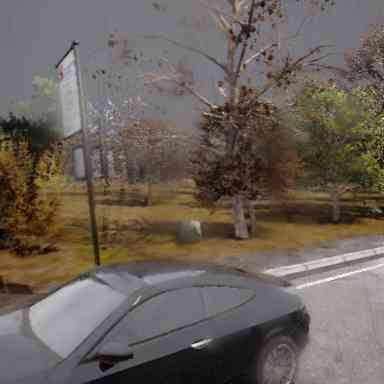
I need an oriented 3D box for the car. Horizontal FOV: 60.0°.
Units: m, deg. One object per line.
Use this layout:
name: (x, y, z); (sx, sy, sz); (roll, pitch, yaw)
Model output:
car: (-0.639, 1.523, 3.518); (4.674, 1.442, 1.812); (0, 0, -36)
